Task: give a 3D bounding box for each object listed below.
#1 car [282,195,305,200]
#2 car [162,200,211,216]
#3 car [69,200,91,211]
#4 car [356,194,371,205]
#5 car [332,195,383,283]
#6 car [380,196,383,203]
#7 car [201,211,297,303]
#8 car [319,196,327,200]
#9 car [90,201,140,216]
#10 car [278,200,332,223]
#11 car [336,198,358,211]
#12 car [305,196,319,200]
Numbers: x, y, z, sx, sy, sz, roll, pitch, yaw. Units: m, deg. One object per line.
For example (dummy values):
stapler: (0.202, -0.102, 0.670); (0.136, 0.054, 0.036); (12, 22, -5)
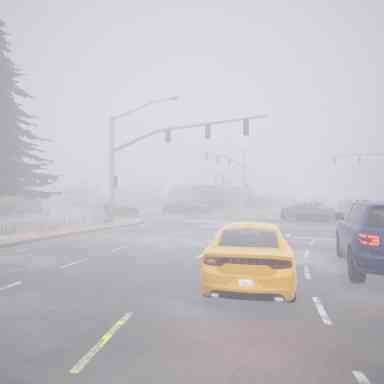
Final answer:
car: (13.304, 1.547, 45.136); (2.033, 1.411, 5.357); (0, 0, 31)
car: (-0.536, 1.531, 32.973); (5.008, 1.535, 1.882); (0, 0, 26)
car: (-12.592, 1.656, 40.102); (4.718, 1.301, 1.895); (0, 0, 32)
car: (31.928, 1.352, 61.808); (2.097, 1.767, 4.553); (0, 0, 31)
car: (5.446, 1.221, 9.425); (2.150, 2.045, 5.566); (0, 0, 19)
car: (40.442, 1.540, 69.221); (2.033, 1.411, 5.357); (0, 0, 31)
car: (1.483, 1.478, 8.390); (1.882, 1.535, 5.008); (0, 0, 12)
car: (24.150, 1.492, 62.738); (2.128, 1.511, 4.902); (0, 0, 32)
car: (-7.408, 1.656, 32.762); (4.718, 1.301, 1.895); (0, 0, 32)
car: (8.520, 1.519, 22.871); (4.902, 1.511, 2.128); (0, 0, 32)
car: (19.096, 1.525, 40.828); (1.812, 1.442, 4.674); (0, 0, 32)
car: (18.654, 1.526, 53.873); (1.812, 1.442, 4.674); (0, 0, 32)
